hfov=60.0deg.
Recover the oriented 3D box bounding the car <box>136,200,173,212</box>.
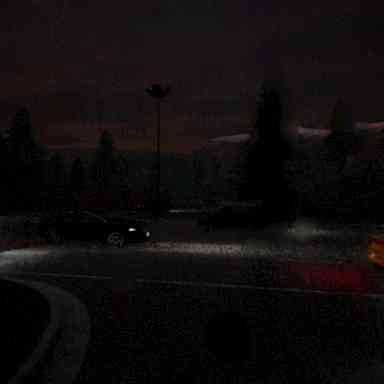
[{"bbox_3d":[-4.281,1.589,37.999,4.181,1.385,1.994,0,0,-36],"label":"car"}]

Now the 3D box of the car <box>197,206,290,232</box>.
[{"bbox_3d":[3.039,1.569,19.939,5.357,1.411,2.033,0,0,13],"label":"car"}]

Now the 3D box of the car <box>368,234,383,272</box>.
[{"bbox_3d":[7.167,1.495,8.218,5.008,1.535,1.882,0,0,13],"label":"car"}]

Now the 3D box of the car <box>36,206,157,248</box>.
[{"bbox_3d":[-4.247,1.497,14.427,4.902,1.511,2.128,0,0,13],"label":"car"}]

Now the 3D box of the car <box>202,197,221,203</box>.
[{"bbox_3d":[3.986,1.628,69.109,1.994,1.385,4.181,0,0,-40],"label":"car"}]
